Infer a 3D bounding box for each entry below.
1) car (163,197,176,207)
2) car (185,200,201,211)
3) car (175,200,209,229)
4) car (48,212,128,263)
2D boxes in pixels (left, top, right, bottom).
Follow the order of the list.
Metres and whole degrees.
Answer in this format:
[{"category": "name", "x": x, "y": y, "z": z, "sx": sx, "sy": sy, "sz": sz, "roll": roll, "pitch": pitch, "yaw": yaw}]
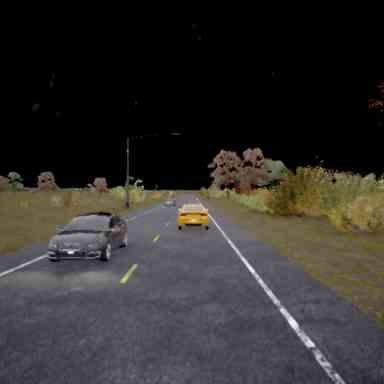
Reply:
[{"category": "car", "x": -3.562, "y": 1.634, "z": 53.366, "sx": 2.128, "sy": 1.511, "sz": 4.902, "roll": 0, "pitch": 0, "yaw": 0}, {"category": "car", "x": 0.091, "y": 1.718, "z": 42.725, "sx": 1.895, "sy": 1.301, "sz": 4.718, "roll": 0, "pitch": 0, "yaw": 0}, {"category": "car", "x": 0.097, "y": 1.546, "z": 22.307, "sx": 1.882, "sy": 1.535, "sz": 5.008, "roll": 0, "pitch": 0, "yaw": 0}, {"category": "car", "x": -3.601, "y": 1.546, "z": 12.303, "sx": 1.837, "sy": 1.490, "sz": 4.892, "roll": 0, "pitch": 0, "yaw": 0}]
